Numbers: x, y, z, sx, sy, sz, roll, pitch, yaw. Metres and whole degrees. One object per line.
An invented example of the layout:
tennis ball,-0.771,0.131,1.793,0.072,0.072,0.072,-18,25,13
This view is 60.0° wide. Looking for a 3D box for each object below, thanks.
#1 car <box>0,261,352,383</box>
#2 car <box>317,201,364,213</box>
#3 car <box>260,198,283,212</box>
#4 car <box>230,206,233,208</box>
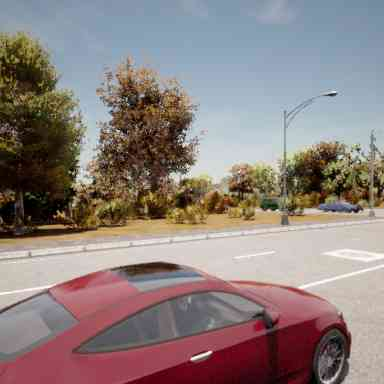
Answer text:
car,-0.202,1.526,3.600,4.674,1.442,1.812,0,0,-35
car,18.038,1.815,40.678,2.033,1.411,5.357,0,-2,-32
car,12.599,1.868,49.371,2.150,2.045,5.566,0,-3,-32
car,5.546,2.823,60.675,2.128,1.511,4.902,0,-3,-32
